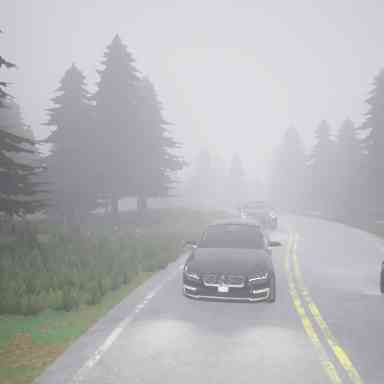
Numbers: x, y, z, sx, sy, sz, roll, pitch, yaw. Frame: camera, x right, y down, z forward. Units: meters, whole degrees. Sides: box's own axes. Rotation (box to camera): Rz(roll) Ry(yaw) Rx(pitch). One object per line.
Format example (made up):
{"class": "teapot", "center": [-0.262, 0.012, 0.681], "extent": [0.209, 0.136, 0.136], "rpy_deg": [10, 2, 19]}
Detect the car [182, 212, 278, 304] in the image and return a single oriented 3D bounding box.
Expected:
{"class": "car", "center": [1.078, 1.496, 8.390], "extent": [1.837, 1.490, 4.892], "rpy_deg": [-1, 0, 12]}

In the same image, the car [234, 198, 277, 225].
{"class": "car", "center": [3.845, 1.271, 20.346], "extent": [2.097, 1.767, 4.553], "rpy_deg": [-1, 0, 5]}

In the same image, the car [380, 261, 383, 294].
{"class": "car", "center": [4.486, 1.309, 4.624], "extent": [2.097, 1.767, 4.553], "rpy_deg": [-1, 0, 8]}

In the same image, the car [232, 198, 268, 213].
{"class": "car", "center": [6.149, 1.411, 35.719], "extent": [1.837, 1.490, 4.892], "rpy_deg": [2, -1, -16]}

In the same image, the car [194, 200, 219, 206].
{"class": "car", "center": [1.852, 1.799, 44.838], "extent": [1.812, 1.442, 4.674], "rpy_deg": [3, -5, -35]}
